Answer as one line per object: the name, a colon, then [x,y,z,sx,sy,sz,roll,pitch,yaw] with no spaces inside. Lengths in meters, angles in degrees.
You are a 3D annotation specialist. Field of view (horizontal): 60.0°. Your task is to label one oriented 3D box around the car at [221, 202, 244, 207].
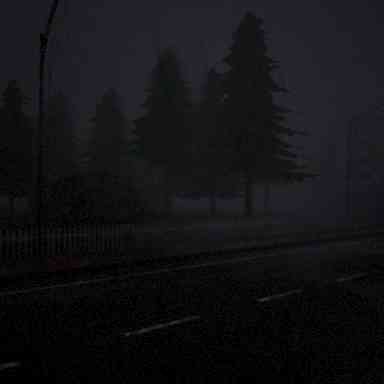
car: [6.781,1.979,57.987,2.033,1.411,5.357,1,0,-34]
